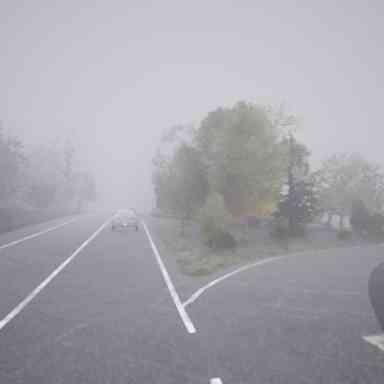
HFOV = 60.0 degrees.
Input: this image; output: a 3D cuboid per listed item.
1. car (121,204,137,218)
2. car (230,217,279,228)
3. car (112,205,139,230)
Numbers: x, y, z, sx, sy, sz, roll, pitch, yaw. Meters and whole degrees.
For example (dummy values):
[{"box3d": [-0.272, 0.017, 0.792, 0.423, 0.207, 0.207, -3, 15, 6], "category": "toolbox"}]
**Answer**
[{"box3d": [-8.267, 2.454, 43.664, 1.882, 1.535, 5.008, 3, -1, -10], "category": "car"}, {"box3d": [5.303, 2.380, 29.846, 4.902, 1.511, 2.128, 1, -6, 31], "category": "car"}, {"box3d": [-4.956, 2.000, 24.939, 1.812, 1.442, 4.674, 2, -1, -10], "category": "car"}]
